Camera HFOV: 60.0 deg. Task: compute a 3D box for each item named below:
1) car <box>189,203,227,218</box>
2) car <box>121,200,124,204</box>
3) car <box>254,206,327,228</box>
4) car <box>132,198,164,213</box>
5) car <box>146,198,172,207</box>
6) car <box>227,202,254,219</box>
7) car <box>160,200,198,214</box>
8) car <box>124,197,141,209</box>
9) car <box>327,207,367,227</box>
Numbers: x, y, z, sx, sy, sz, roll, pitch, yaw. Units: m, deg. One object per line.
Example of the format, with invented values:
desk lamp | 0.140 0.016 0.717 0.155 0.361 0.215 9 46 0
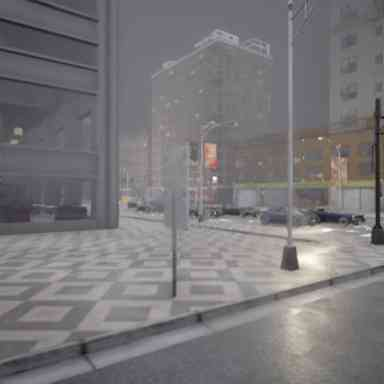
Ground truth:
car | 0.885 1.718 31.108 1.994 1.385 4.181 0 0 -36
car | -12.429 1.756 66.523 1.882 1.535 5.008 0 0 -36
car | 6.698 1.680 23.052 1.994 1.385 4.181 0 0 -36
car | -4.986 1.751 39.254 1.994 1.385 4.181 0 0 -35
car | -5.790 1.804 57.311 2.033 1.411 5.357 0 0 -36
car | 4.321 1.708 31.889 2.033 1.411 5.357 0 0 -36
car | -1.655 1.742 40.175 2.033 1.411 5.357 0 0 -36
car | -7.642 1.573 48.539 2.097 1.767 4.553 0 0 -35
car | 9.970 1.723 24.071 1.895 1.301 4.718 0 0 -36
